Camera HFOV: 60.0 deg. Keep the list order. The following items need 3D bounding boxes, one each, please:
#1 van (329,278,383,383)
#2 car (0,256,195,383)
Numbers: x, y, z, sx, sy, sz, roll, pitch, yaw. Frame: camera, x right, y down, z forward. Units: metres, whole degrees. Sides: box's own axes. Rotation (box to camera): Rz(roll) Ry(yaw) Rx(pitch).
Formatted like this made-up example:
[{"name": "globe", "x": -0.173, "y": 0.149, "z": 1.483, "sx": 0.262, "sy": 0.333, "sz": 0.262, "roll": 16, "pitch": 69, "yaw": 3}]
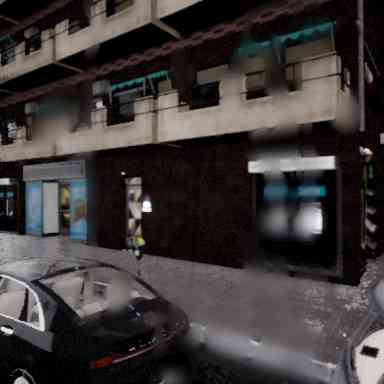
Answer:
[{"name": "van", "x": 2.515, "y": 1.347, "z": 1.097, "sx": 3.998, "sy": 1.788, "sz": 1.690, "roll": 0, "pitch": -1, "yaw": 36}, {"name": "car", "x": -2.023, "y": 1.535, "z": 4.331, "sx": 4.403, "sy": 1.369, "sz": 2.008, "roll": 0, "pitch": -1, "yaw": 36}]
